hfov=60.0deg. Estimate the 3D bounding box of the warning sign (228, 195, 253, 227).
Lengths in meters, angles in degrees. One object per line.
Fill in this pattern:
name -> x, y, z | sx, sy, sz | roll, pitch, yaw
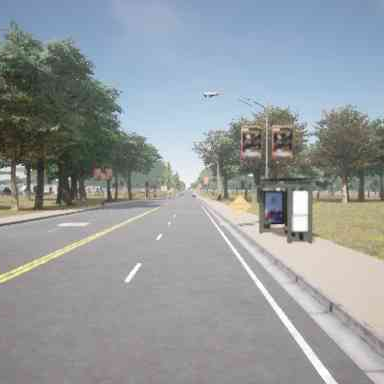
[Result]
warning sign -> 2.858, 1.112, 19.841 | 1.300, 1.860, 1.060 | 0, 0, 0
